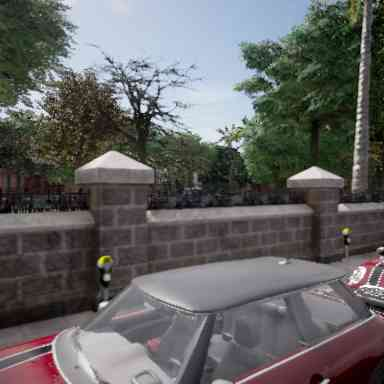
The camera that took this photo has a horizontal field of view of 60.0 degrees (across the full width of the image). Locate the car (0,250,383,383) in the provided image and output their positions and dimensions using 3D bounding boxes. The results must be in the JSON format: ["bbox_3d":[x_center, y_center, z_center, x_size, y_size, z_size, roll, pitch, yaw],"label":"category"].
[{"bbox_3d":[-0.035,1.441,2.790,4.097,1.590,1.967,0,0,-35],"label":"car"}]

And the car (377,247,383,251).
[{"bbox_3d":[4.597,1.447,6.091,4.097,1.590,1.967,0,0,-35],"label":"car"}]
